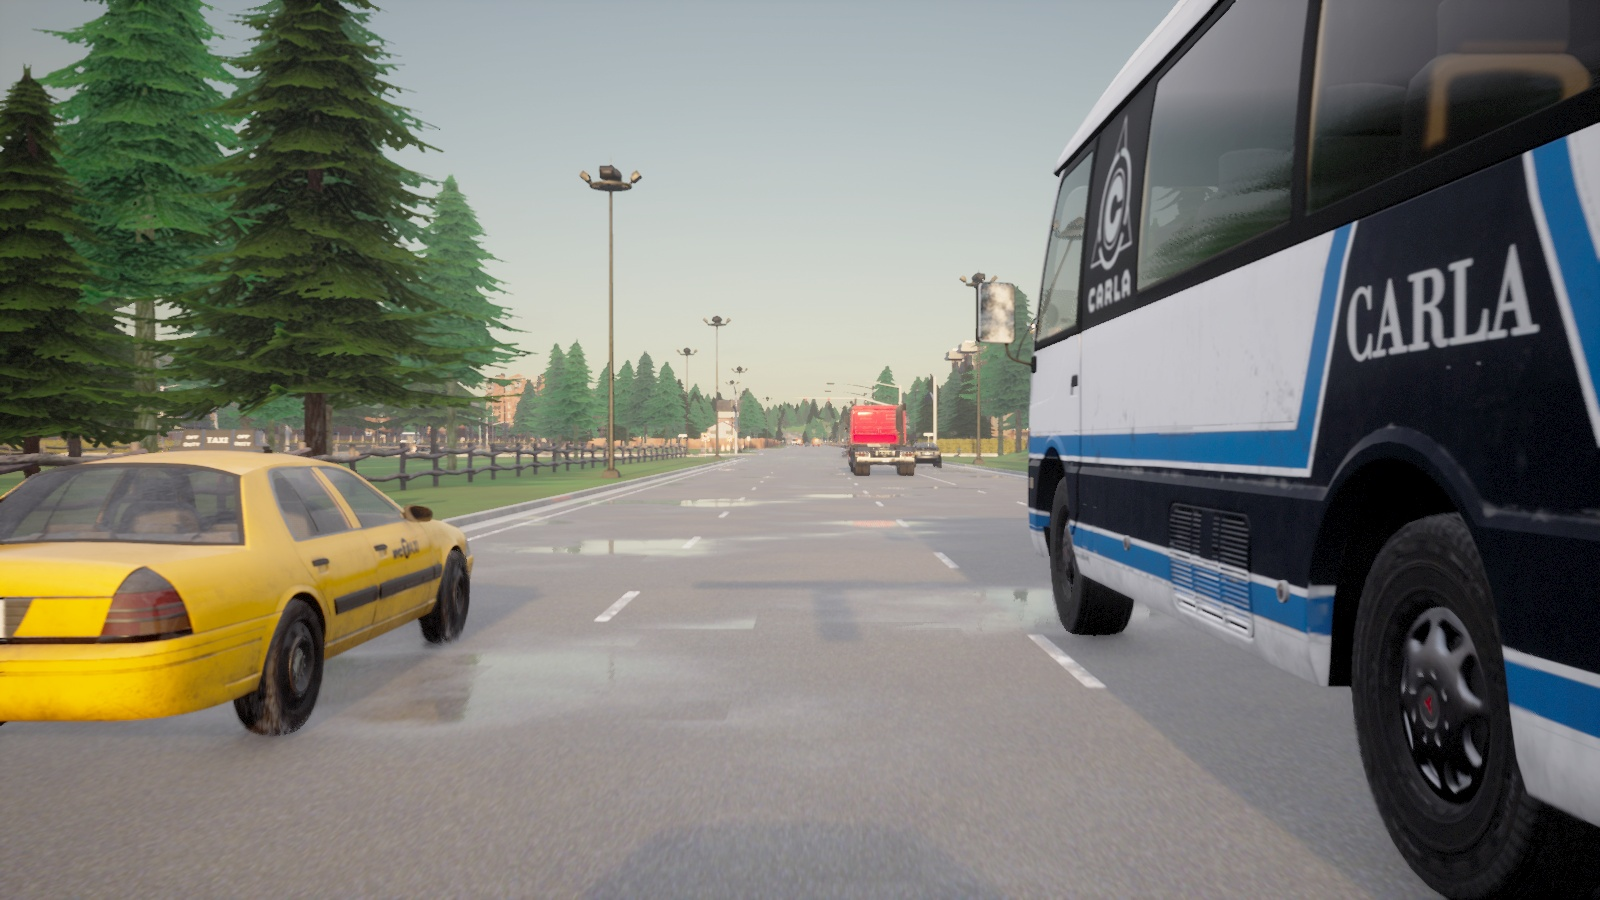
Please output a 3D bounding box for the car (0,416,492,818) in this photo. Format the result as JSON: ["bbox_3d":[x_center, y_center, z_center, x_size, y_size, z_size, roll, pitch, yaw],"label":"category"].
[{"bbox_3d":[-3.441,0.640,7.602,1.801,1.575,5.366,0,0,0],"label":"car"}]

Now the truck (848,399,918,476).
[{"bbox_3d":[3.860,-0.571,60.184,2.891,3.462,7.936,0,0,0],"label":"truck"}]

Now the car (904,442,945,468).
[{"bbox_3d":[7.446,0.274,75.446,2.007,1.525,4.514,0,0,0],"label":"car"}]

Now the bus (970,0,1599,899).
[{"bbox_3d":[3.555,-0.665,6.746,3.944,4.253,10.273,0,0,0],"label":"bus"}]
